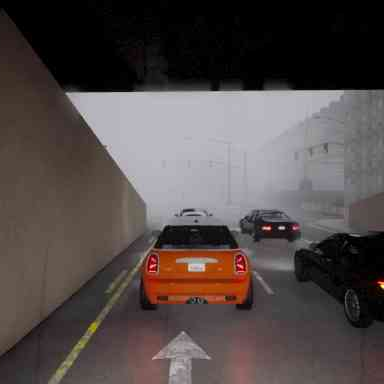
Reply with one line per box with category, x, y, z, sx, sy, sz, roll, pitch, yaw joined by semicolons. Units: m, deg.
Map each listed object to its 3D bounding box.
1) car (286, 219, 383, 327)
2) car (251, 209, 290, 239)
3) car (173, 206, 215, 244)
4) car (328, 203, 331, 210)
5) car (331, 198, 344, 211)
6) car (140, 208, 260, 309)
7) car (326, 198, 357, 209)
car;3.585;1.526;6.870;1.812;1.442;4.674;0;0;0
car;3.628;1.547;16.362;2.033;1.411;5.357;0;0;-3
car;0.095;1.526;16.691;1.812;1.442;4.674;0;0;0
car;17.527;1.453;38.861;2.038;1.542;4.974;0;0;45
car;17.424;1.453;34.254;2.038;1.542;4.974;0;0;-35
car;0.087;1.352;8.013;2.097;1.767;4.553;0;0;0
car;17.563;1.295;38.898;1.853;1.218;4.536;0;0;45
